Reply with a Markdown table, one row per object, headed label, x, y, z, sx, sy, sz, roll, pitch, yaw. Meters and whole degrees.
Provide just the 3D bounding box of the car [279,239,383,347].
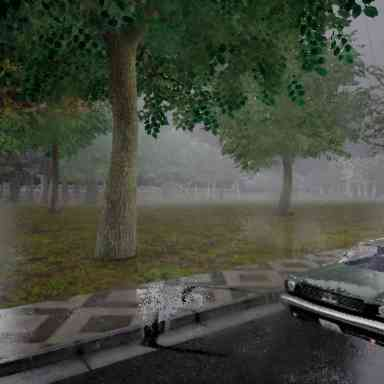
| label | x | y | z | sx | sy | sz | roll | pitch | yaw |
| --- | --- | --- | --- | --- | --- | --- | --- | --- | --- |
| car | 3.772 | 1.601 | 6.058 | 4.718 | 1.301 | 1.895 | 0 | 0 | -35 |
